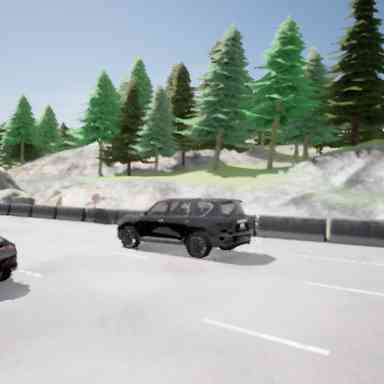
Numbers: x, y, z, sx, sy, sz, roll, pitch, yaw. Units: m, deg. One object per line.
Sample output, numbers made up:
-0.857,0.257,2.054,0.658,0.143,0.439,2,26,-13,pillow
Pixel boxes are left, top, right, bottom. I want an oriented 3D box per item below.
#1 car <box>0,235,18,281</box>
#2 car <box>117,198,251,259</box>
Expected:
-6.405,1.498,8.583,4.902,1.511,2.128,0,0,36,car
-0.464,1.241,12.937,5.566,2.045,2.150,0,0,36,car
